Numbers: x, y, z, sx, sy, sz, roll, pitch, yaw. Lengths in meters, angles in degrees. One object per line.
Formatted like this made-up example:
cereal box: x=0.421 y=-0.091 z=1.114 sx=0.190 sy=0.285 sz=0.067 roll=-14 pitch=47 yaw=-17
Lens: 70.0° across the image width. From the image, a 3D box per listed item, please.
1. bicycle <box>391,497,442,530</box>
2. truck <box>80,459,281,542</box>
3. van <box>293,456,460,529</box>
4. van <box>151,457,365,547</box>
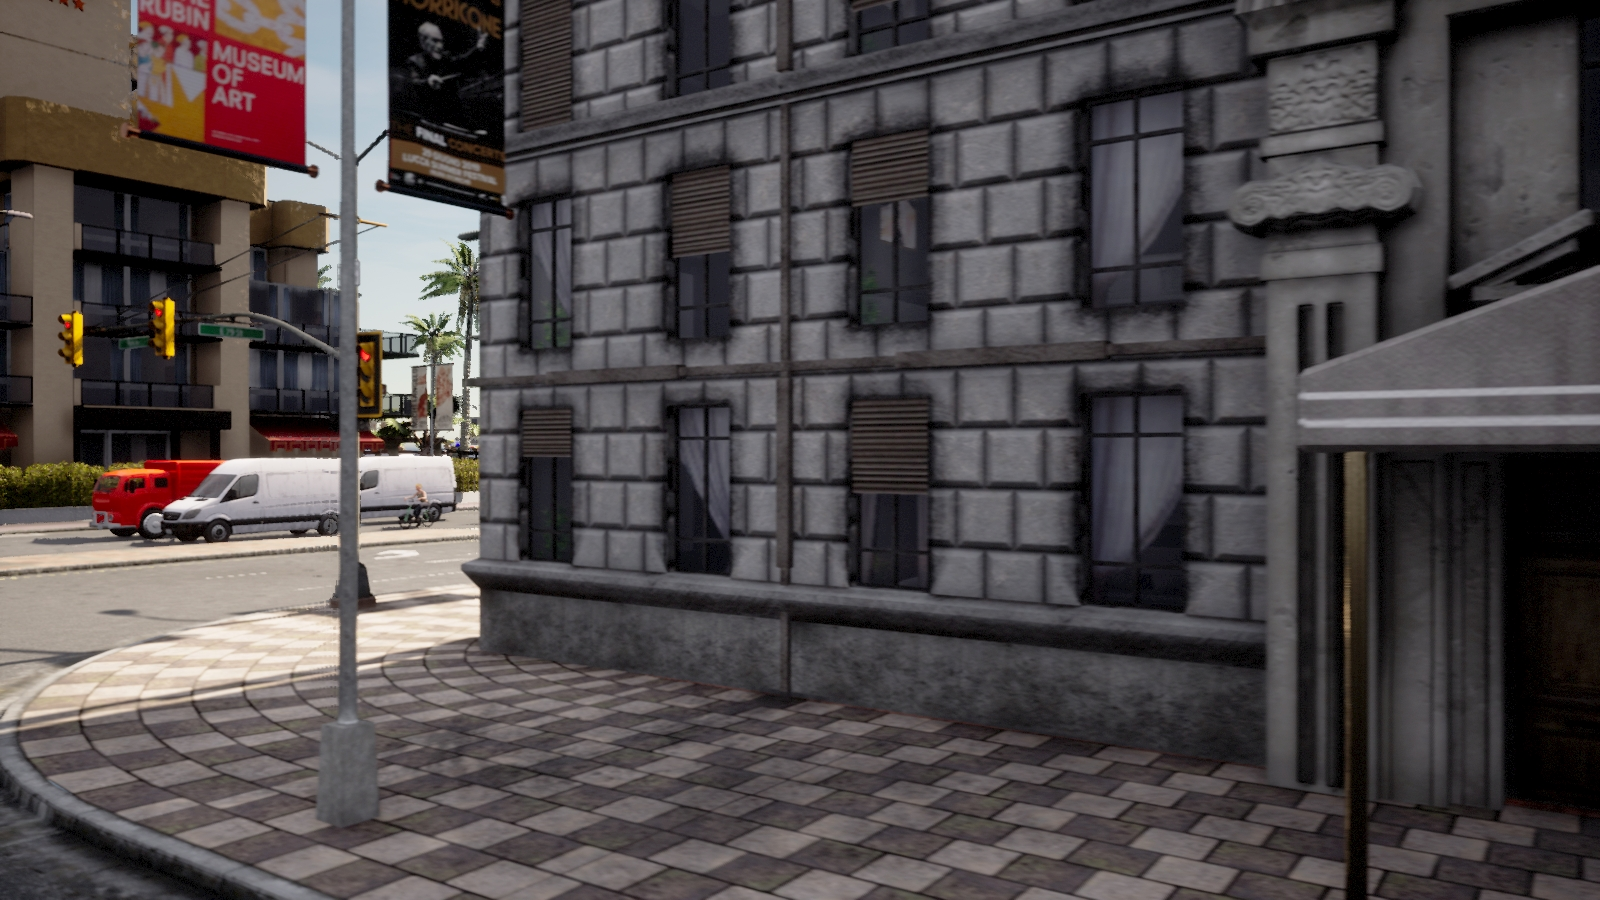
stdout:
bicycle: x=-13.736 y=2.258 z=40.948 sx=0.859 sy=1.080 sz=1.487 roll=0 pitch=0 yaw=34
truck: x=-20.277 y=1.570 z=37.634 sx=2.627 sy=2.467 sz=5.204 roll=0 pitch=0 yaw=34
van: x=-16.053 y=1.536 z=43.662 sx=1.988 sy=2.561 sz=5.915 roll=0 pitch=0 yaw=35
van: x=-17.006 y=1.536 z=36.197 sx=1.988 sy=2.561 sz=5.915 roll=0 pitch=0 yaw=35
